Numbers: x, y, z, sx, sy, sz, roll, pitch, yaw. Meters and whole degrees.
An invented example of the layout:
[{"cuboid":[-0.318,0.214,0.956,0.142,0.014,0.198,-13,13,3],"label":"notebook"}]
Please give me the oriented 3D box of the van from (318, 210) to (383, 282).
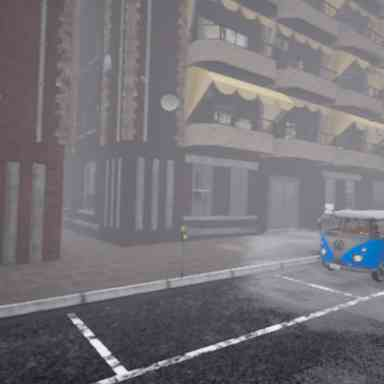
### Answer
[{"cuboid":[5.437,1.435,9.779,3.998,1.788,1.690,1,1,-35],"label":"van"}]
